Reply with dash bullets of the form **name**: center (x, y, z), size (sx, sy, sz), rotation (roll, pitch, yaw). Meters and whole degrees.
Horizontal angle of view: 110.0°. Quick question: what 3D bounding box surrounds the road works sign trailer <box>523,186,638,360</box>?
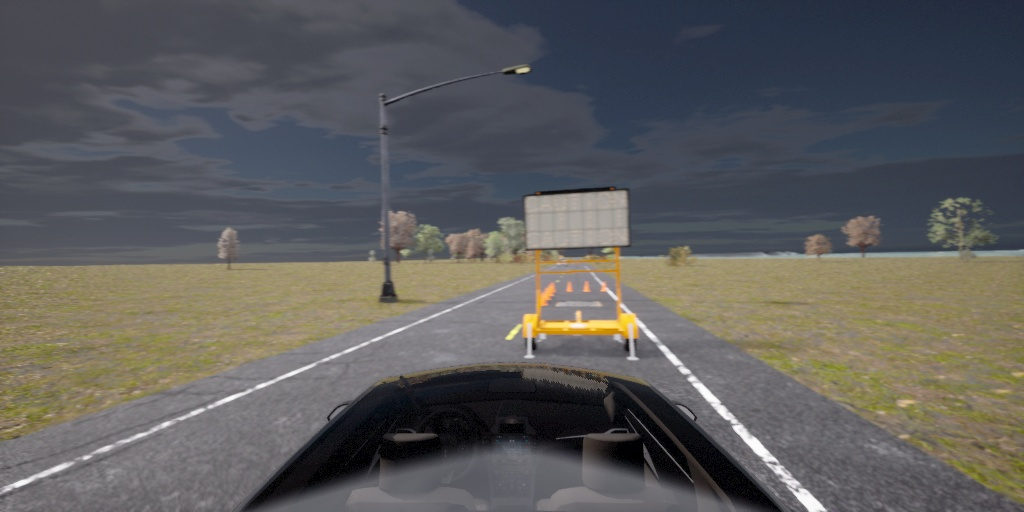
- **road works sign trailer**: center (1.585, 0.241, 8.424), size (2.380, 3.560, 2.880), rotation (0, 0, 10)
